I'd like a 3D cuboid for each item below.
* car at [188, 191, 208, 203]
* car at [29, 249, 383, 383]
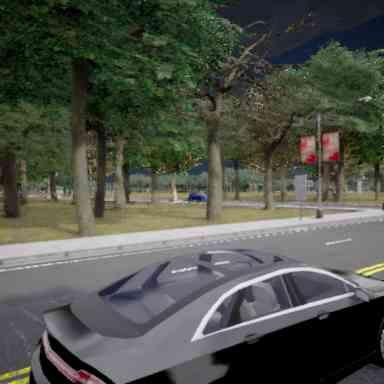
[{"bbox_3d":[1.503,0.882,58.758,2.150,2.045,5.566,-1,1,-35],"label":"car"},{"bbox_3d":[0.770,1.462,4.001,4.902,1.511,2.128,-1,0,-36],"label":"car"}]
